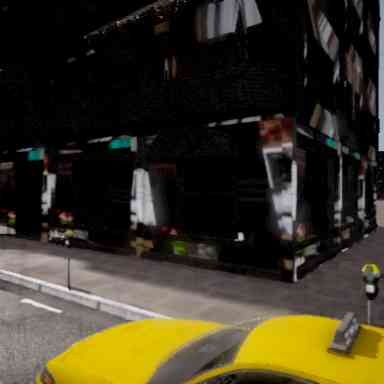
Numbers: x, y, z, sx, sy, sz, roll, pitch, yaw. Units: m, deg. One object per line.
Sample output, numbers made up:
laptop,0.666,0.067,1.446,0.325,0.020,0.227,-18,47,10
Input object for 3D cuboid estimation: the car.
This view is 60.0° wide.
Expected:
car,0.780,1.523,2.319,4.829,1.417,1.752,0,0,35
